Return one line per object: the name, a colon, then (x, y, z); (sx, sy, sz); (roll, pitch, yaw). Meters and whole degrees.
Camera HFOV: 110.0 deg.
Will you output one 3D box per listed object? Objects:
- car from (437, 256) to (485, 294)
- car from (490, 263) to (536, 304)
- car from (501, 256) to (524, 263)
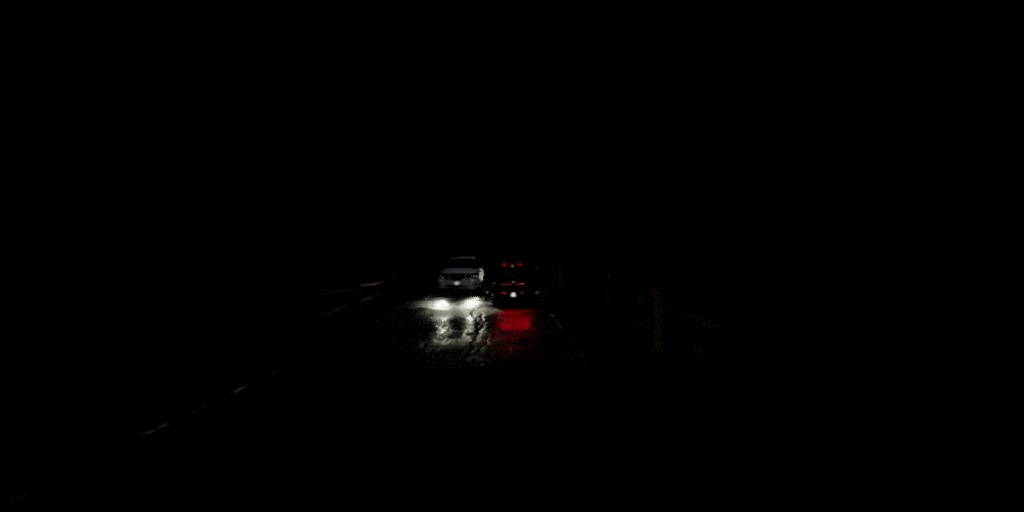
car: (-2.782, 1.016, 20.766); (2.150, 2.045, 5.566); (0, 0, 0)
car: (0.063, 1.284, 16.694); (1.837, 1.490, 4.892); (0, 0, 0)
car: (0.028, 1.042, 36.549); (2.150, 2.045, 5.566); (0, 0, 0)
